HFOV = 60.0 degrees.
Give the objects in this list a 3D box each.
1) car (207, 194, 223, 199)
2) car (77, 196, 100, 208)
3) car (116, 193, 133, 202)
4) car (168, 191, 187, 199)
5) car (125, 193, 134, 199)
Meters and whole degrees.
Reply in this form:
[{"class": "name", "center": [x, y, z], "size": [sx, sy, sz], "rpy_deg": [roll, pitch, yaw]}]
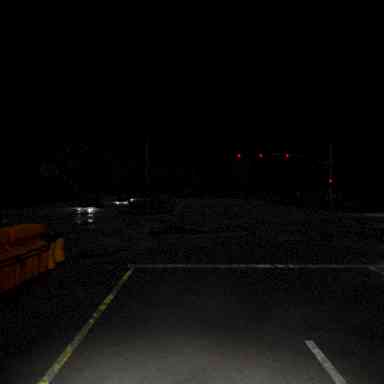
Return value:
[{"class": "car", "center": [6.999, 1.142, 94.647], "size": [2.033, 1.411, 5.357], "rpy_deg": [0, 0, -18]}, {"class": "car", "center": [-14.046, 1.324, 45.425], "size": [1.837, 1.490, 4.892], "rpy_deg": [0, 1, 0]}, {"class": "car", "center": [-13.930, 1.074, 67.296], "size": [2.097, 1.767, 4.553], "rpy_deg": [0, 0, 0]}, {"class": "car", "center": [-4.171, 0.818, 95.213], "size": [2.150, 2.045, 5.566], "rpy_deg": [0, 0, -22]}, {"class": "car", "center": [-16.843, 1.152, 88.910], "size": [2.128, 1.511, 4.902], "rpy_deg": [0, 0, -14]}]
